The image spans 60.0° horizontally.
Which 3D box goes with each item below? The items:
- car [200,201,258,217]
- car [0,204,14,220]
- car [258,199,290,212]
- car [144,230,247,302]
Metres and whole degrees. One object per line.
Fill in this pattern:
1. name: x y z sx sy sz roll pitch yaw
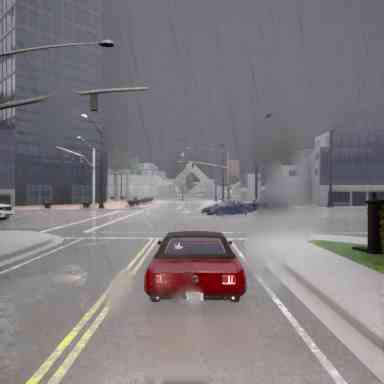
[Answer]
1. car: 3.387 1.550 31.445 5.357 1.411 2.033 0 0 -34
2. car: -17.335 1.339 26.611 5.566 2.045 2.150 -1 0 0
3. car: 8.295 1.548 37.782 5.357 1.411 2.033 0 0 5
4. car: 0.072 1.601 8.208 1.895 1.301 4.718 0 0 0
